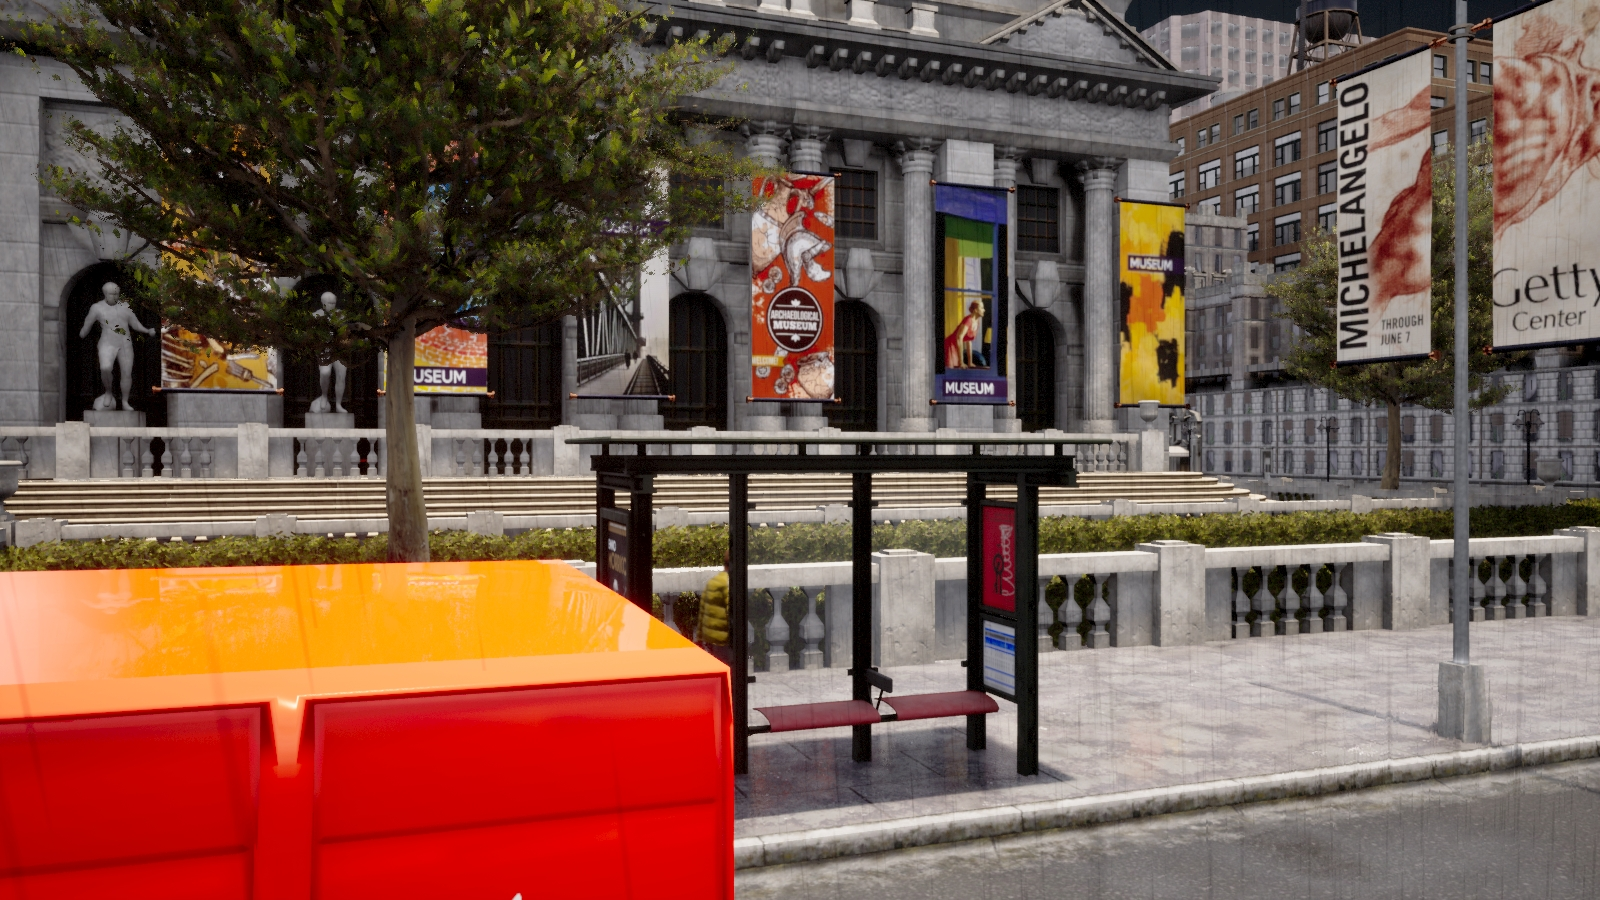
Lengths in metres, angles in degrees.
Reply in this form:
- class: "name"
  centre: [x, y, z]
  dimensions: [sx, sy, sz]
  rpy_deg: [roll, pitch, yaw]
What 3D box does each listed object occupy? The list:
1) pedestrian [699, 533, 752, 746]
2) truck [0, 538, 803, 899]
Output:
- class: "pedestrian"
  centre: [-0.677, 1.698, 10.378]
  dimensions: [0.375, 1.860, 0.375]
  rpy_deg: [0, 0, -24]
- class: "truck"
  centre: [-2.888, 1.568, 2.235]
  dimensions: [5.204, 2.467, 2.627]
  rpy_deg: [0, 0, -20]
